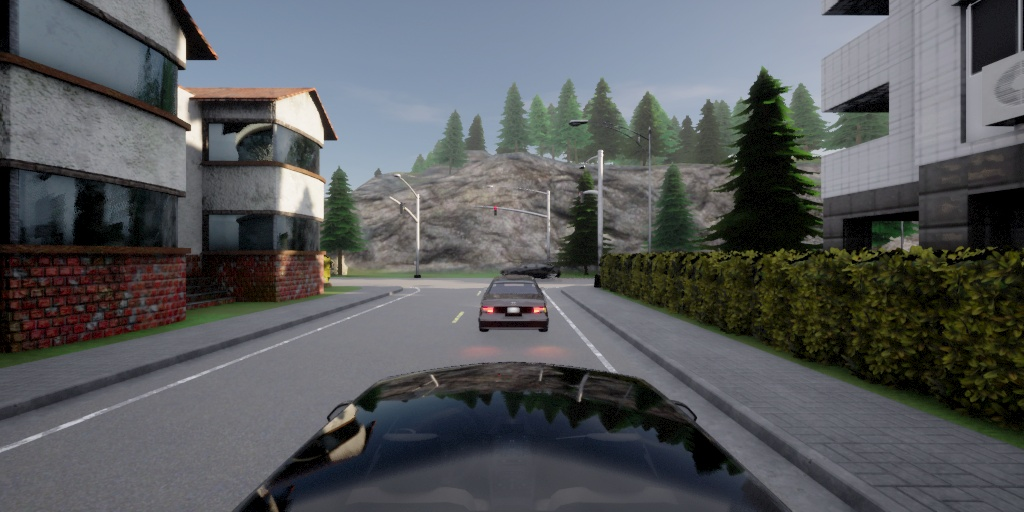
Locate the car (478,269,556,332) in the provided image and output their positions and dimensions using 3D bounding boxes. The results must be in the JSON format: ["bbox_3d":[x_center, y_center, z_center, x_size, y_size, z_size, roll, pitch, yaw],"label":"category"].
[{"bbox_3d":[0.055,1.297,10.810,2.033,1.411,5.357,0,0,1],"label":"car"}]

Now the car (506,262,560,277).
[{"bbox_3d":[1.461,1.227,29.123,5.008,1.535,1.882,0,-1,-18],"label":"car"}]
